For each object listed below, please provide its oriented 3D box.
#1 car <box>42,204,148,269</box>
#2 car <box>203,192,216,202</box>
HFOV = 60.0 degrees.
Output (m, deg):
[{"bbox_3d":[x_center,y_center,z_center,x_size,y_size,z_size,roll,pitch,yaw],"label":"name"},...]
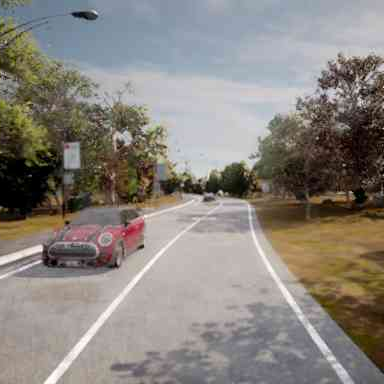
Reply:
[{"bbox_3d":[-2.924,1.256,10.938,2.097,1.767,4.553,0,1,6],"label":"car"},{"bbox_3d":[2.771,0.814,52.549,1.812,1.442,4.674,0,1,4],"label":"car"}]
